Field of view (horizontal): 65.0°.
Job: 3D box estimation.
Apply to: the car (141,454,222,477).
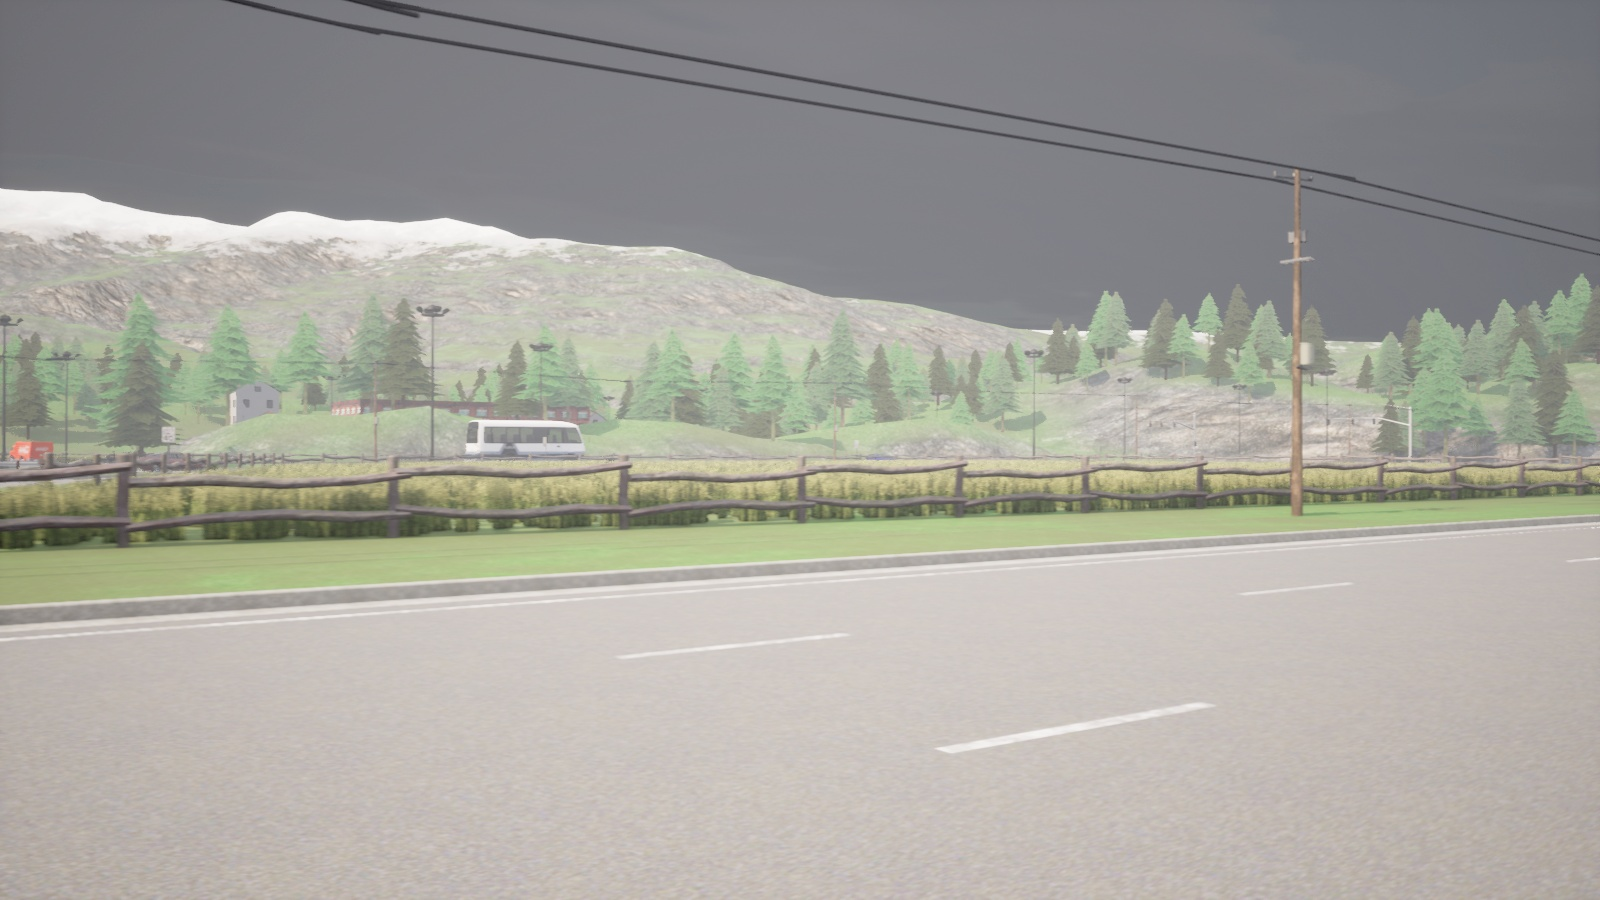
[{"bbox_3d":[-42.818,1.048,86.991,4.792,1.488,2.163,0,0,-35],"label":"car"}]
